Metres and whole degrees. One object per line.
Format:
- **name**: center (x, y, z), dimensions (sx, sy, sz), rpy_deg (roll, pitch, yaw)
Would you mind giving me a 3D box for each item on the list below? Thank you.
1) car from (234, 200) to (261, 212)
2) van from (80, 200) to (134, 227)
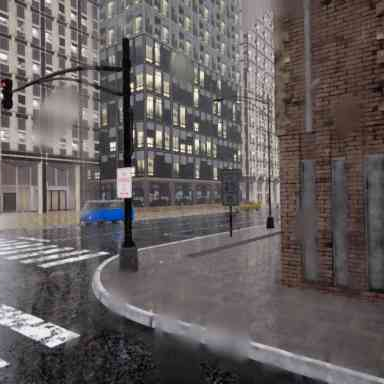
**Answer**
- **car**: center (6.924, 1.689, 41.340), dimensions (1.752, 1.417, 4.829), rpy_deg (-2, -1, 36)
- **van**: center (-5.924, 1.460, 23.441), dimensions (1.690, 1.788, 3.998), rpy_deg (-2, -1, 36)
